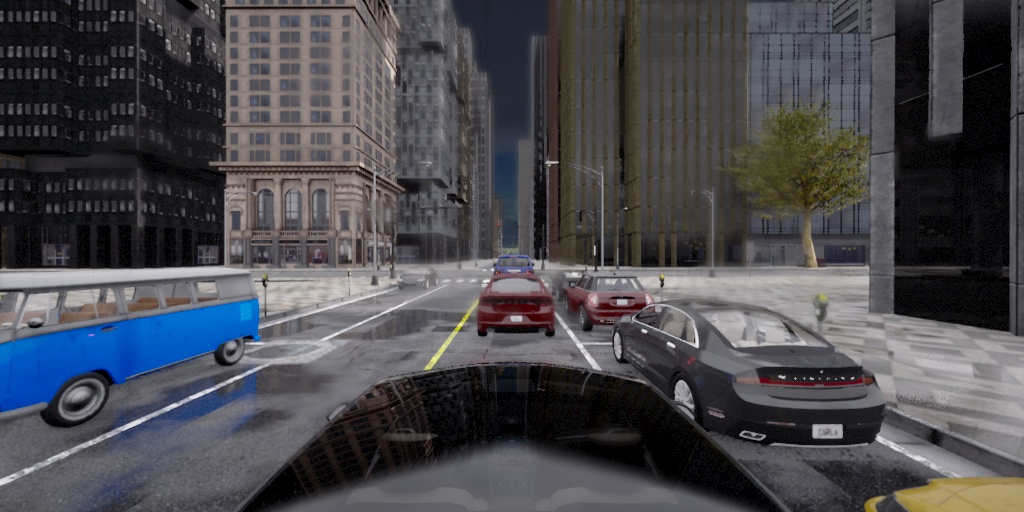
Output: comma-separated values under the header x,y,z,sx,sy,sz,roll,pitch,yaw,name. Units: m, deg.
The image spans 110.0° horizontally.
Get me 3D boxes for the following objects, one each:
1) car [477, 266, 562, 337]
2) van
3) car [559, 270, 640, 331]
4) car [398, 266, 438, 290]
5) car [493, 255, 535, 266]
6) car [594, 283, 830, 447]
x,y,z,sx,sy,sz,roll,pitch,yaw,name
0.106,1.224,10.350,1.882,1.535,5.008,0,0,0,car
-5.756,1.089,5.335,1.690,1.789,3.998,0,0,0,van
2.777,1.186,10.965,1.967,1.591,4.097,0,0,0,car
-5.732,1.291,22.258,2.007,1.370,4.403,0,0,0,car
0.103,0.963,20.234,2.150,2.045,5.566,0,0,0,car
2.769,1.299,5.324,2.007,1.370,4.403,0,0,0,car
